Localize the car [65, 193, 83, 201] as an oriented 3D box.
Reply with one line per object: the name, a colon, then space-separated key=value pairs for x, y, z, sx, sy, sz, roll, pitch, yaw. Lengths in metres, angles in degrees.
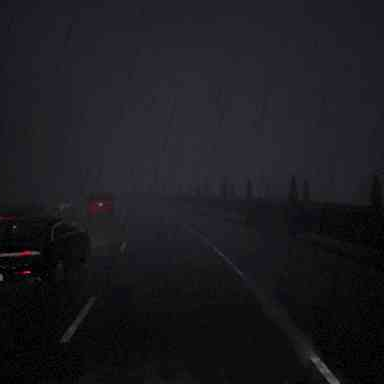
car: x=-23.462 y=1.047 z=67.614 sx=1.882 sy=1.535 sz=5.008 roll=0 pitch=1 yaw=-39

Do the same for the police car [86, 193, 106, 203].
police car: x=-17.018 y=1.042 z=58.856 sx=1.930 sy=1.638 sz=5.238 roll=0 pitch=0 yaw=-33

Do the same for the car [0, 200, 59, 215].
car: x=-8.920 y=1.395 z=18.144 sx=1.837 sy=1.490 sz=4.892 roll=0 pitch=0 yaw=-10

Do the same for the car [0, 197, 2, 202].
car: x=-21.349 y=1.021 z=34.661 sx=2.150 sy=2.045 sz=5.566 roll=0 pitch=1 yaw=-23

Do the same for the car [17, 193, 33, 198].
car: x=-42.681 y=0.937 z=84.857 sx=4.718 sy=1.301 sz=1.895 roll=0 pitch=1 yaw=36

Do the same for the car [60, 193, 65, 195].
car: x=-27.782 y=1.049 z=72.594 sx=1.837 sy=1.490 sz=4.892 roll=-1 pitch=1 yaw=-43

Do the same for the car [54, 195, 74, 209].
car: x=-14.477 y=1.371 z=36.827 sx=1.895 sy=1.301 sz=4.718 roll=0 pitch=0 yaw=-22

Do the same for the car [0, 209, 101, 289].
car: x=-4.052 y=1.437 z=8.902 sx=2.128 sy=1.511 sz=4.902 roll=0 pitch=0 yaw=-5

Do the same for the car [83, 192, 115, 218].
car: x=-7.680 y=1.039 z=27.899 sx=2.150 sy=2.045 sz=5.566 roll=0 pitch=0 yaw=-16
